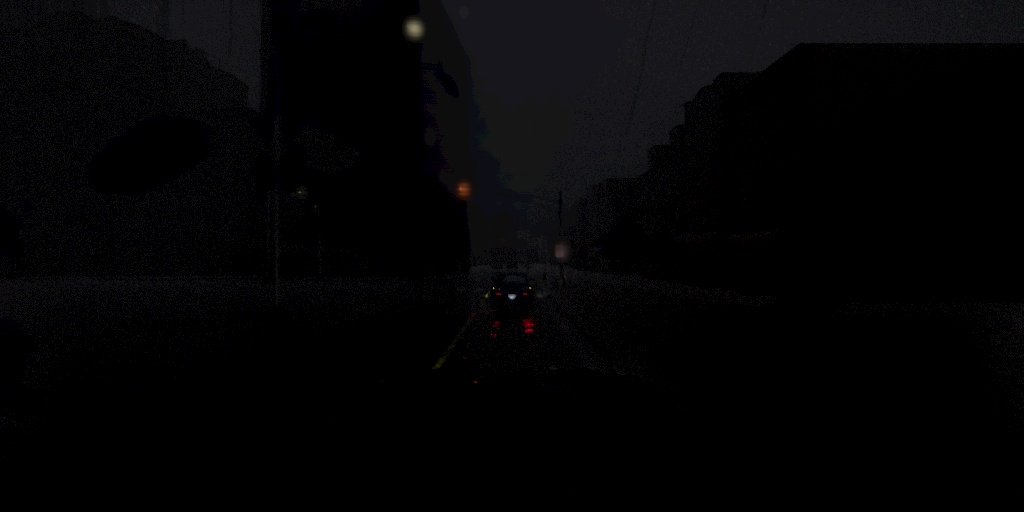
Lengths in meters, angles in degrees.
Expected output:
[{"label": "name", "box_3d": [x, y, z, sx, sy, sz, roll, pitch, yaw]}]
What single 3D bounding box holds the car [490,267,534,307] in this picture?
[{"label": "car", "box_3d": [0.005, 1.413, 16.228, 1.812, 1.442, 4.674, 0, 0, 0]}]
